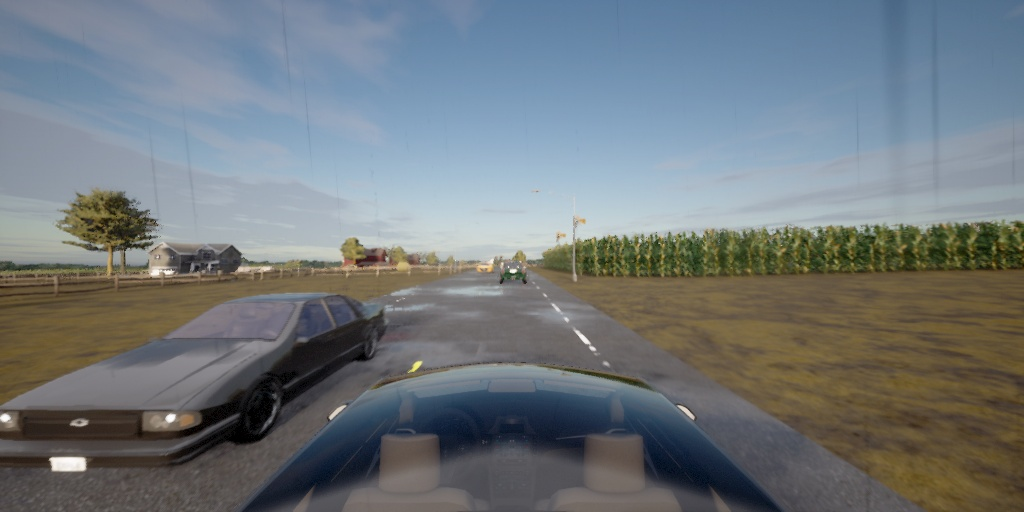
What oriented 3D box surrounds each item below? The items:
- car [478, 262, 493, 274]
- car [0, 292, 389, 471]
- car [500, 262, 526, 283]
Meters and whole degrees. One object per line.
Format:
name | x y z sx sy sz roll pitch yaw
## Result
car | -3.574 1.562 48.790 1.882 1.535 5.008 0 -1 0
car | -3.600 1.309 5.570 2.033 1.411 5.357 0 0 0
car | 0.097 1.267 30.004 2.097 1.767 4.553 0 -1 0
